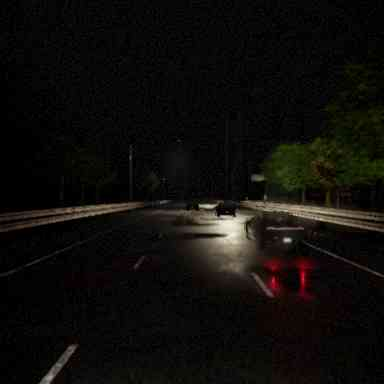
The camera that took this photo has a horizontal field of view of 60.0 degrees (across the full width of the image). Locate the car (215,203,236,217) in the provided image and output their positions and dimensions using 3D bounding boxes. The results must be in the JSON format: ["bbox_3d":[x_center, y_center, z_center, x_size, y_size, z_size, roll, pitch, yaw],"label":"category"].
[{"bbox_3d":[3.604,1.933,36.439,1.882,1.535,5.008,0,-1,0],"label":"car"}]

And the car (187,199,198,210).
[{"bbox_3d":[0.105,2.430,60.143,1.812,1.442,4.674,0,-1,0],"label":"car"}]

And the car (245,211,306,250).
[{"bbox_3d":[3.602,1.621,14.980,2.128,1.511,4.902,0,0,0],"label":"car"}]
